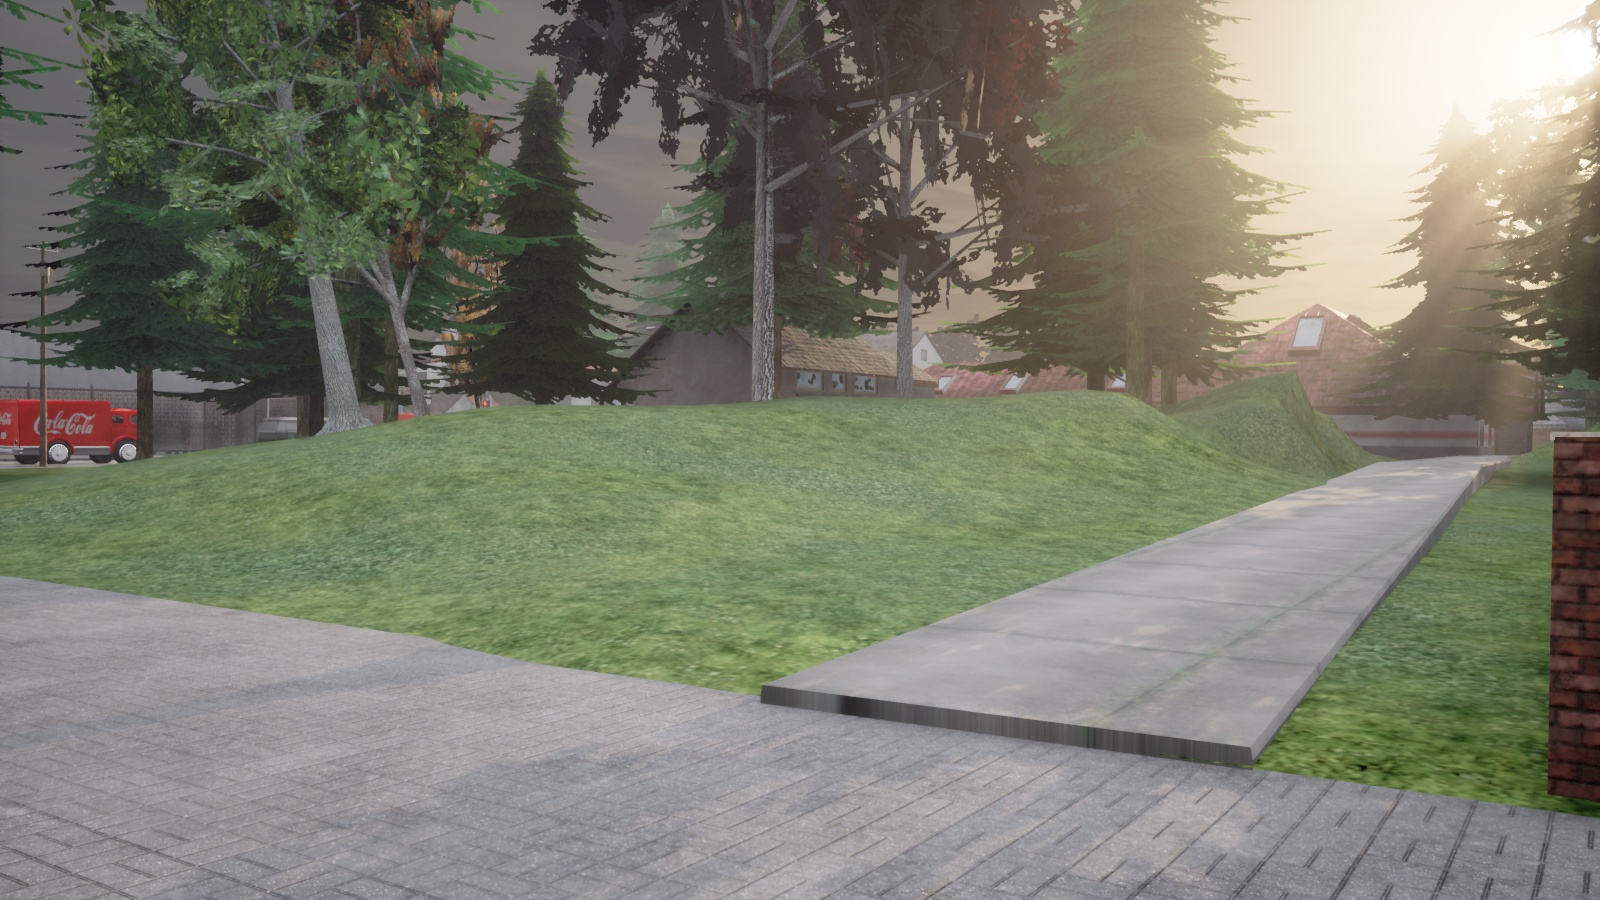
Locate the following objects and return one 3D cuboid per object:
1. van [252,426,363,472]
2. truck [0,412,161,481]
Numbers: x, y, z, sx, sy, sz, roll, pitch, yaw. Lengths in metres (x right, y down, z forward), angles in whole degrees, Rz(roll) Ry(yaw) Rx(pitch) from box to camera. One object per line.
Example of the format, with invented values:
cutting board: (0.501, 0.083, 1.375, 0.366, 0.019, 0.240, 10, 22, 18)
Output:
van: (-22.077, -0.087, 56.452, 1.775, 1.987, 4.442, 0, 1, 33)
truck: (-27.698, -0.160, 47.996, 2.627, 2.467, 5.204, 0, 1, 34)
